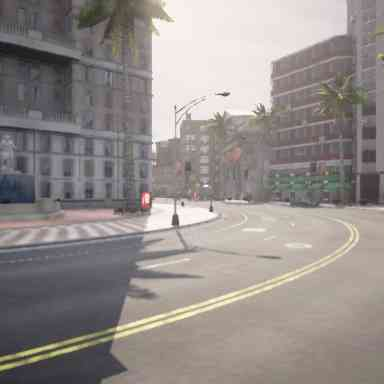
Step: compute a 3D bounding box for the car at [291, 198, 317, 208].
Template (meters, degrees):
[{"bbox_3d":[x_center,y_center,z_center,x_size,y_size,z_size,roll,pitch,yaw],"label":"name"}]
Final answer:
[{"bbox_3d":[16.257,1.550,48.326,1.812,1.442,4.674,0,0,-17],"label":"car"}]
